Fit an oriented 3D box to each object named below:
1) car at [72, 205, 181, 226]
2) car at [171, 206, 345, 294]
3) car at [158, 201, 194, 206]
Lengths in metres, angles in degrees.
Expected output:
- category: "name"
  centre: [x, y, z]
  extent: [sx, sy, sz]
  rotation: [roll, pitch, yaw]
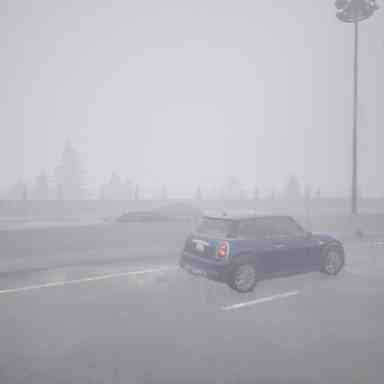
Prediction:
- category: "car"
  centre: [-2.614, 1.495, 14.611]
  extent: [5.357, 1.411, 2.033]
  rotation: [0, 0, -31]
- category: "car"
  centre: [2.007, 1.332, 8.925]
  extent: [4.553, 1.767, 2.097]
  rotation: [0, 0, -31]
- category: "car"
  centre: [-1.623, 1.438, 23.179]
  extent: [4.892, 1.490, 1.837]
  rotation: [0, 0, -28]
